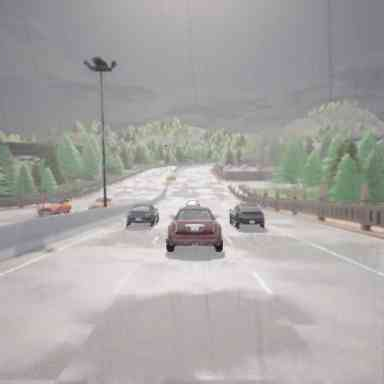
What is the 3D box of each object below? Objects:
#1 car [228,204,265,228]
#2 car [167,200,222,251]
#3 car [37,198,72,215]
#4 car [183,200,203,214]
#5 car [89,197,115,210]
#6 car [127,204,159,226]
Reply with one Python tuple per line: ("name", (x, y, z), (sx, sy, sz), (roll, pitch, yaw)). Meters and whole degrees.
("car", (3.608, 1.551, 22.351), (1.837, 1.490, 4.892), (0, 0, 0))
("car", (0.106, 1.387, 14.479), (2.097, 1.767, 4.553), (0, 0, 0))
("car", (-13.993, 1.416, 34.082), (2.097, 1.767, 4.553), (0, 0, 0))
("car", (0.114, 1.617, 37.272), (2.033, 1.411, 5.357), (0, 0, 0))
("car", (-10.483, 1.422, 39.014), (2.097, 1.767, 4.553), (0, 0, 0))
("car", (-3.391, 1.574, 23.440), (1.812, 1.442, 4.674), (0, 0, 0))
